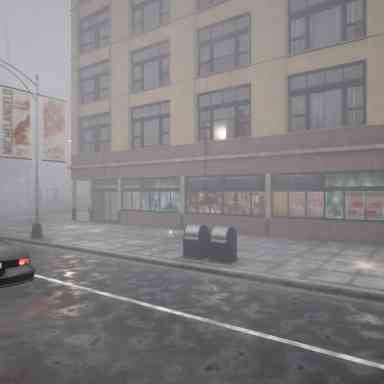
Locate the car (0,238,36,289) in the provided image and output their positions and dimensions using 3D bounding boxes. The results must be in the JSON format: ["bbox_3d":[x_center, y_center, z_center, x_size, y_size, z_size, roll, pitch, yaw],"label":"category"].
[{"bbox_3d":[-6.000,1.547,8.142,5.357,1.411,2.033,0,0,35],"label":"car"}]
